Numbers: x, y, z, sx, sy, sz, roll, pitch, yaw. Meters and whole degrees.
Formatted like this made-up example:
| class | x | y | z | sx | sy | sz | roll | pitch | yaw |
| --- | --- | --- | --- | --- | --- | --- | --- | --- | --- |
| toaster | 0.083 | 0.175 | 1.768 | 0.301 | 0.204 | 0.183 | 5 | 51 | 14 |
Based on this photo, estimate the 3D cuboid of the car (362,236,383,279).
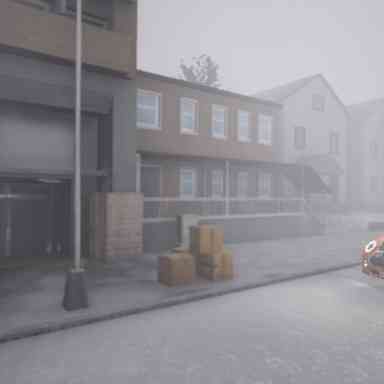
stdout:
| class | x | y | z | sx | sy | sz | roll | pitch | yaw |
| --- | --- | --- | --- | --- | --- | --- | --- | --- | --- |
| car | 6.751 | 1.462 | 9.275 | 4.553 | 1.767 | 2.097 | 1 | 0 | -35 |
